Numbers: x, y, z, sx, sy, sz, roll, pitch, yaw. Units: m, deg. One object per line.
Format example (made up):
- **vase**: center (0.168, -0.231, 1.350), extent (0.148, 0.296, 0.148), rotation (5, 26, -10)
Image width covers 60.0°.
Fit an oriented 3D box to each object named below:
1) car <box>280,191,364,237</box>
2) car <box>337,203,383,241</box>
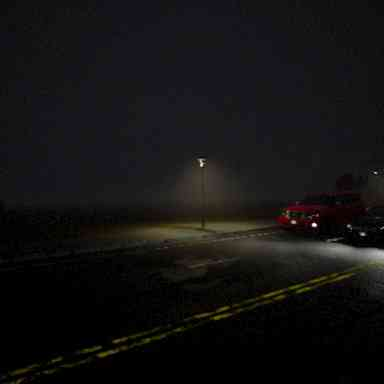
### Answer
- **car**: center (6.924, 1.013, 17.211), extent (5.566, 2.045, 2.150), rotation (-1, 0, -38)
- **car**: center (8.437, 1.315, 14.274), extent (4.674, 1.442, 1.812), rotation (-1, 0, -38)
